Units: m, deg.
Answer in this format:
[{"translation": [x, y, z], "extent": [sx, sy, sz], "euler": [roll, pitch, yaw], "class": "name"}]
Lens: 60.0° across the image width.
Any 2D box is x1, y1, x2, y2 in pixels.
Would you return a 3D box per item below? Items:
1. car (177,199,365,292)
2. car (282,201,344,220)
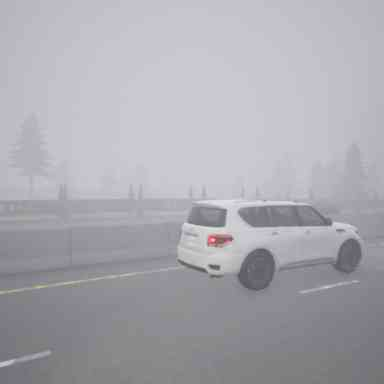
[{"translation": [2.290, 1.222, 9.131], "extent": [5.566, 2.045, 2.150], "euler": [0, 0, -31], "class": "car"}, {"translation": [10.411, 1.543, 28.701], "extent": [5.008, 1.535, 1.882], "euler": [0, 0, -21], "class": "car"}]
